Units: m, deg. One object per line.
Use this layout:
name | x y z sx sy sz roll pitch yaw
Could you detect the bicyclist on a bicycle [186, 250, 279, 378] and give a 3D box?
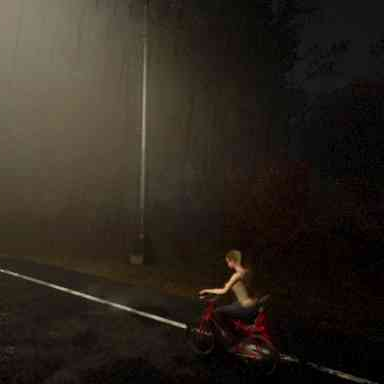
bicyclist on a bicycle | 0.515 1.615 4.671 1.509 1.612 0.866 -1 -2 38
